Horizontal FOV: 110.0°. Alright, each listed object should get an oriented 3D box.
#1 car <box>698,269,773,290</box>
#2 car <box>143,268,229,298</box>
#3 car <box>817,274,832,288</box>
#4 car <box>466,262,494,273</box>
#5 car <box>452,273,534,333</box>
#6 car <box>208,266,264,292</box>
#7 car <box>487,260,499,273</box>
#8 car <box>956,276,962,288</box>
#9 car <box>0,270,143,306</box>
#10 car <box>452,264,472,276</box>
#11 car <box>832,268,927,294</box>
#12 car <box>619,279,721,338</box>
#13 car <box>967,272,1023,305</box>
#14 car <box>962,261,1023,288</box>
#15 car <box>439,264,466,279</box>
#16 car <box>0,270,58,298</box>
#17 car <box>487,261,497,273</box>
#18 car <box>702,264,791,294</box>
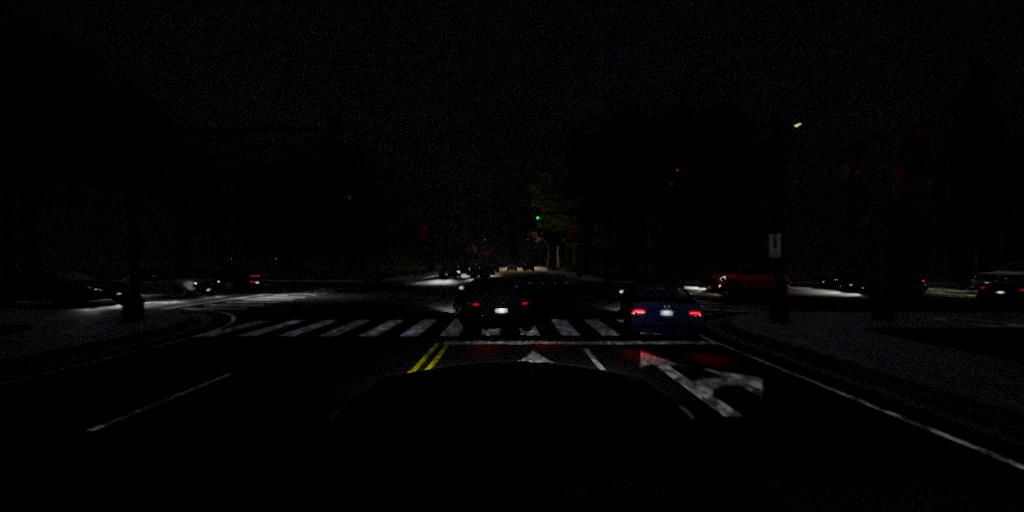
[{"bbox_3d":[15.918,1.627,25.721,4.181,1.385,1.994,0,0,0],"label":"car"},{"bbox_3d":[-18.086,1.456,18.767,4.718,1.301,1.895,0,0,-1],"label":"car"},{"bbox_3d":[24.792,1.613,25.782,4.892,1.490,1.837,0,0,-1],"label":"car"},{"bbox_3d":[-3.341,1.685,38.607,2.033,1.411,5.357,0,-1,0],"label":"car"},{"bbox_3d":[-0.702,1.408,11.307,1.994,1.385,4.181,0,0,-12],"label":"car"},{"bbox_3d":[-18.205,1.388,22.230,4.892,1.490,1.837,0,-1,0],"label":"car"},{"bbox_3d":[-3.244,1.650,58.776,2.150,2.045,5.566,0,-1,0],"label":"car"},{"bbox_3d":[35.280,1.646,25.850,5.008,1.535,1.882,0,0,1],"label":"car"},{"bbox_3d":[-19.398,1.349,15.514,4.674,1.442,1.812,0,0,-2],"label":"car"},{"bbox_3d":[-6.569,1.816,47.513,1.994,1.385,4.181,0,-1,0],"label":"car"},{"bbox_3d":[23.222,1.637,22.534,4.181,1.385,1.994,0,0,-2],"label":"car"},{"bbox_3d":[4.259,1.389,10.656,2.033,1.411,5.357,0,-1,16],"label":"car"},{"bbox_3d":[23.544,1.583,15.833,4.181,1.385,1.994,0,0,0],"label":"car"},{"bbox_3d":[32.665,1.347,22.595,5.566,2.045,2.150,0,0,0],"label":"car"},{"bbox_3d":[-6.590,1.629,38.594,2.128,1.511,4.902,0,-1,0],"label":"car"},{"bbox_3d":[-27.228,1.422,18.679,4.718,1.301,1.895,0,0,-1],"label":"car"},{"bbox_3d":[-3.316,1.767,48.200,1.837,1.490,4.892,0,-1,0],"label":"car"},{"bbox_3d":[14.588,1.381,22.439,4.553,1.767,2.097,0,0,-1],"label":"car"}]
